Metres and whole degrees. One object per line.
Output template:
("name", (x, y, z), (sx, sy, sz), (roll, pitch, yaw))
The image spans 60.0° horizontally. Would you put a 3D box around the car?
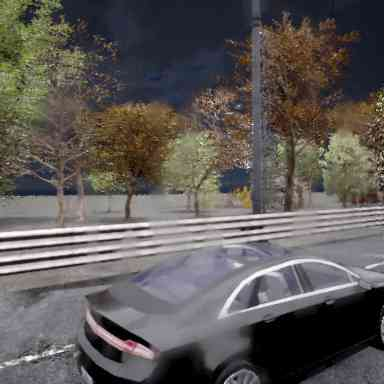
("car", (1.023, 1.458, 4.446), (4.902, 1.511, 2.128), (-1, 0, -35))
